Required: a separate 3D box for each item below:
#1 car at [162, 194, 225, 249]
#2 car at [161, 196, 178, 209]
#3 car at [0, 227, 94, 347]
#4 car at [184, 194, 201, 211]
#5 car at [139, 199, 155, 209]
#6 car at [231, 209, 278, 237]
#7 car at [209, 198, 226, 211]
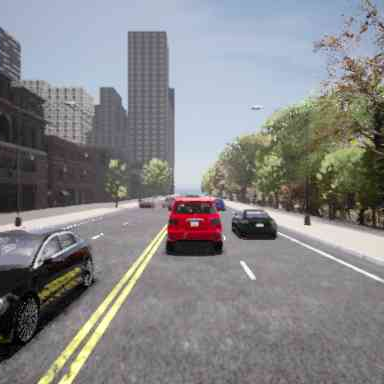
[{"bbox_3d":[0.095,1.265,14.809,2.150,2.045,5.566,0,0,0],"label":"car"},{"bbox_3d":[-3.325,1.487,49.823,2.097,1.767,4.553,0,0,0],"label":"car"},{"bbox_3d":[-3.352,1.510,6.455,2.128,1.511,4.902,0,0,0],"label":"car"},{"bbox_3d":[0.082,1.344,45.039,2.150,2.045,5.566,0,0,0],"label":"car"},{"bbox_3d":[-6.574,1.733,48.625,1.895,1.301,4.718,0,0,1],"label":"car"},{"bbox_3d":[3.343,1.616,18.437,1.994,1.385,4.181,0,0,0],"label":"car"},{"bbox_3d":[3.332,1.600,44.838,1.882,1.535,5.008,0,0,0],"label":"car"}]
